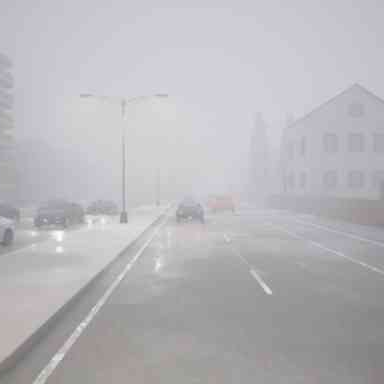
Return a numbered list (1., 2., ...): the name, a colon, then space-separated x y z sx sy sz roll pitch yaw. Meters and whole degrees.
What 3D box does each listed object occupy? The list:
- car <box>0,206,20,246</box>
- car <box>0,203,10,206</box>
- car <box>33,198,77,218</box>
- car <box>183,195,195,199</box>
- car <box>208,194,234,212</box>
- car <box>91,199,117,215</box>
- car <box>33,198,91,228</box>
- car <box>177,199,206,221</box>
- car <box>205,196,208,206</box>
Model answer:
1. car: -8.206 1.447 12.022 1.812 1.442 4.674 0 0 -1
2. car: -11.793 1.354 19.004 1.882 1.535 5.008 0 0 -1
3. car: -11.883 1.315 29.162 1.837 1.490 4.892 0 0 0
4. car: -0.427 1.210 48.220 1.812 1.442 4.674 0 0 -1
5. car: 3.142 1.123 34.860 2.097 1.767 4.553 0 0 0
6. car: -8.393 1.360 31.271 1.994 1.385 4.181 0 0 0
7. car: -8.316 1.366 21.260 1.837 1.490 4.892 0 0 0
8. car: -0.163 1.436 25.064 1.895 1.301 4.718 0 0 -1
9. car: 3.027 1.035 48.415 2.097 1.767 4.553 0 1 0
